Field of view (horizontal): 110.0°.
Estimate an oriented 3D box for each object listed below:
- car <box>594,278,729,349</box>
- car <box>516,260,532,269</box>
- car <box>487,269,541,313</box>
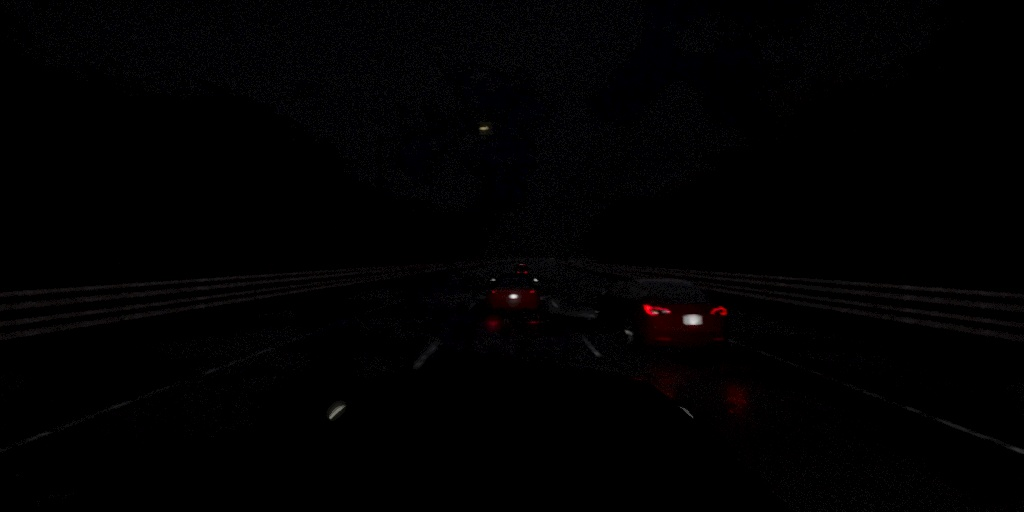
[{"bbox_3d":[3.521,1.293,9.288,2.163,1.488,4.792,0,0,0],"label":"car"},{"bbox_3d":[1.629,1.529,56.871,2.128,1.511,4.902,0,0,3],"label":"car"},{"bbox_3d":[0.093,1.374,14.358,1.994,1.385,4.181,0,0,1],"label":"car"}]
